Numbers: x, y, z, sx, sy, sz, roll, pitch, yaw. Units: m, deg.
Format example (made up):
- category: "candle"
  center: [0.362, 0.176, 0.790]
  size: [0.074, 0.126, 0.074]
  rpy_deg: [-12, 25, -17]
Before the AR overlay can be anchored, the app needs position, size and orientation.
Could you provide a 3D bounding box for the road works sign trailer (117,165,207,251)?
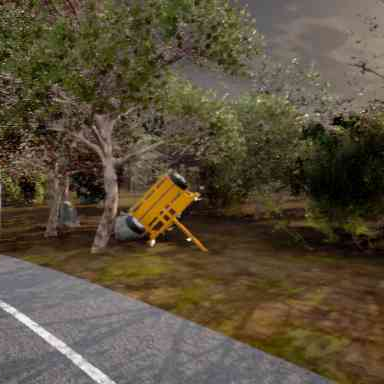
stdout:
- category: "road works sign trailer"
  center: [-0.395, 0.871, 12.095]
  size: [2.880, 2.380, 3.560]
  rpy_deg: [45, 7, 4]
